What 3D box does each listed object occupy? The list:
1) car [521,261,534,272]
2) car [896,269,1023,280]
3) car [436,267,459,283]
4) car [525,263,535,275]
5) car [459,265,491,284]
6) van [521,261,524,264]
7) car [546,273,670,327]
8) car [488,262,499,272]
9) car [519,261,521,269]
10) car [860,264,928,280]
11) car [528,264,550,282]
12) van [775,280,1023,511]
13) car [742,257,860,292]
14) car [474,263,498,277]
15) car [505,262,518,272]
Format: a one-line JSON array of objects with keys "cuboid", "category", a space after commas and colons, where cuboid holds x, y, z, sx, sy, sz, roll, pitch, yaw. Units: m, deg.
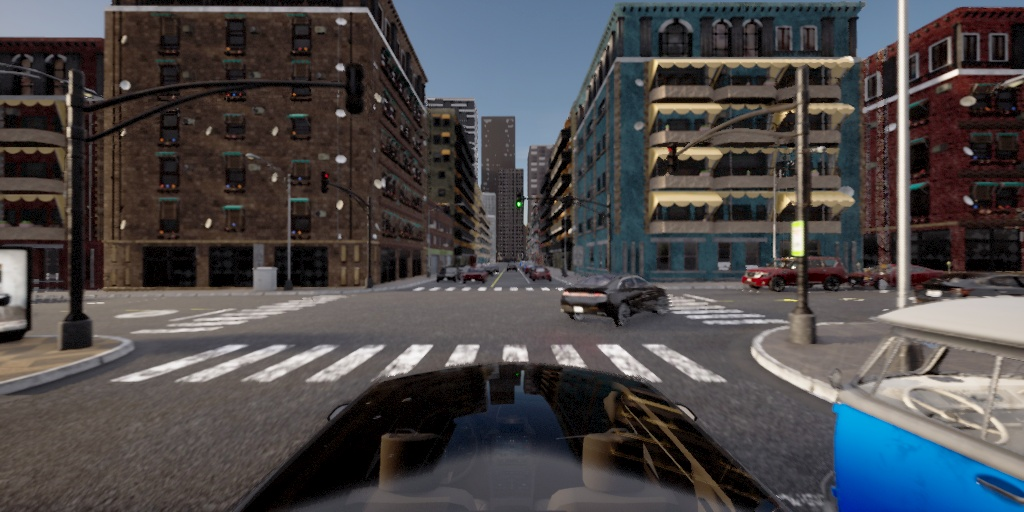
[{"cuboid": [2.671, 1.827, 49.448, 1.888, 1.381, 4.507, 0, 0, 0], "category": "car"}, {"cuboid": [15.789, 1.207, 11.667, 4.313, 1.339, 1.948, 0, 0, 0], "category": "car"}, {"cuboid": [-5.704, 1.659, 32.887, 1.948, 1.339, 4.313, 0, 0, 0], "category": "car"}, {"cuboid": [2.675, 1.721, 38.402, 1.948, 1.339, 4.313, 0, 0, 0], "category": "car"}, {"cuboid": [-3.107, 1.671, 30.891, 1.895, 1.301, 4.718, 0, -1, 0], "category": "car"}, {"cuboid": [2.668, 1.686, 54.970, 1.690, 1.789, 3.998, 0, 0, 0], "category": "van"}, {"cuboid": [3.635, 1.349, 12.180, 2.128, 1.511, 4.902, -3, -2, 44], "category": "car"}, {"cuboid": [-3.047, 1.925, 57.805, 2.033, 1.411, 5.357, 0, -1, 1], "category": "car"}, {"cuboid": [2.666, 1.974, 60.494, 1.948, 1.339, 4.313, 0, 0, 0], "category": "car"}, {"cuboid": [21.336, 1.132, 20.090, 4.507, 1.381, 1.888, 0, 0, 0], "category": "car"}, {"cuboid": [2.677, 1.675, 32.879, 1.802, 1.307, 4.207, 0, 0, 0], "category": "car"}, {"cuboid": [2.689, 1.078, 0.486, 1.690, 1.789, 3.998, 0, 0, 0], "category": "van"}, {"cuboid": [15.765, 0.982, 20.047, 5.009, 1.841, 2.192, 0, 0, 0], "category": "car"}, {"cuboid": [-3.103, 1.808, 42.958, 1.895, 1.301, 4.718, 0, -1, 0], "category": "car"}, {"cuboid": [-0.025, 1.930, 61.923, 1.837, 1.490, 4.892, 0, -1, 0], "category": "car"}]
